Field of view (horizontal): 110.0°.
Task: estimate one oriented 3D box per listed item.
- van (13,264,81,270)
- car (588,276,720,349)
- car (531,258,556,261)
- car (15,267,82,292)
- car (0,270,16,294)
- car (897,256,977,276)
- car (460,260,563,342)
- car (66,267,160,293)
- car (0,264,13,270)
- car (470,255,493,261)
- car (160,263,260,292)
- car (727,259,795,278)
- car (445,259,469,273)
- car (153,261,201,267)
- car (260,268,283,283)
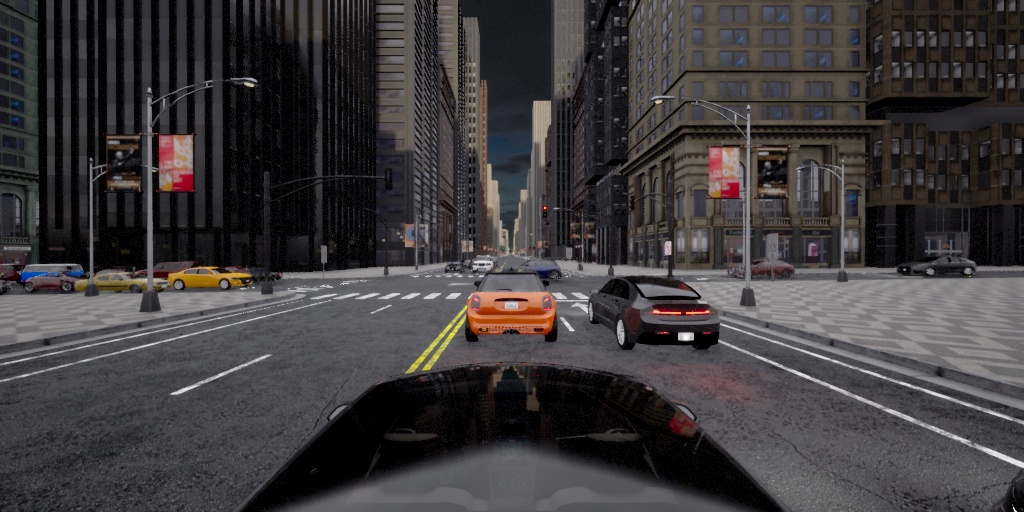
[{"bbox_3d":[-39.303,1.578,30.689,3.998,1.789,1.690,0,0,0],"label":"van"},{"bbox_3d":[3.235,1.254,9.102,1.837,1.490,4.892,0,0,0],"label":"car"},{"bbox_3d":[1.599,1.037,28.028,4.553,1.767,2.097,0,0,0],"label":"car"},{"bbox_3d":[-30.780,1.711,24.819,4.181,1.385,1.994,-1,0,1],"label":"car"},{"bbox_3d":[-33.822,1.751,22.145,4.403,1.370,2.007,0,0,0],"label":"car"},{"bbox_3d":[33.138,0.774,28.053,4.892,1.490,1.837,-1,0,0],"label":"car"},{"bbox_3d":[-0.007,1.101,9.963,2.097,1.767,4.553,0,0,0],"label":"car"},{"bbox_3d":[-23.880,1.593,22.147,4.829,1.417,1.751,0,0,0],"label":"car"},{"bbox_3d":[-44.390,1.621,30.694,5.009,1.841,2.192,0,0,0],"label":"car"},{"bbox_3d":[-3.449,0.952,43.358,2.150,2.045,5.566,0,0,0],"label":"car"},{"bbox_3d":[-20.782,1.489,24.806,5.008,1.535,1.882,-1,0,0],"label":"car"},{"bbox_3d":[19.455,0.979,28.048,4.674,1.442,1.812,-1,0,0],"label":"car"},{"bbox_3d":[-6.697,1.295,42.515,1.994,1.385,4.181,0,0,0],"label":"car"},{"bbox_3d":[-29.128,1.414,30.680,5.009,1.841,2.192,0,0,0],"label":"car"},{"bbox_3d":[-20.779,1.599,28.014,4.718,1.301,1.895,-1,0,0],"label":"car"}]
